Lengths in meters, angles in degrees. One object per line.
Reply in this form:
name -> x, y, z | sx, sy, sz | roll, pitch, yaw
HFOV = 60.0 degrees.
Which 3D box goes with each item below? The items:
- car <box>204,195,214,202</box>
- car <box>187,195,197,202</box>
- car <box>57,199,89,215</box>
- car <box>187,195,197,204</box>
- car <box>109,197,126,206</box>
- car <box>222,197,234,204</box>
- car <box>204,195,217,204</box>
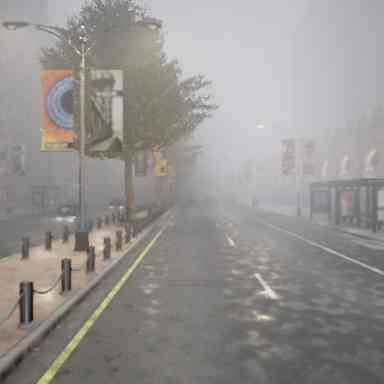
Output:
car -> 3.511, 1.319, 70.567 | 1.895, 1.301, 4.718 | 0, 0, 0
car -> 0.011, 1.276, 70.536 | 1.994, 1.385, 4.181 | 0, 0, 0
car -> -11.590, 1.443, 32.623 | 2.128, 1.511, 4.902 | 0, 0, 0
car -> 0.010, 1.417, 60.418 | 1.837, 1.490, 4.892 | 0, 0, 0
car -> -11.549, 1.450, 52.240 | 1.812, 1.442, 4.674 | 0, 0, 0
car -> 6.760, 1.504, 63.077 | 1.895, 1.301, 4.718 | 0, 0, 0
car -> 3.510, 1.476, 60.771 | 1.994, 1.385, 4.181 | 0, 0, 0
